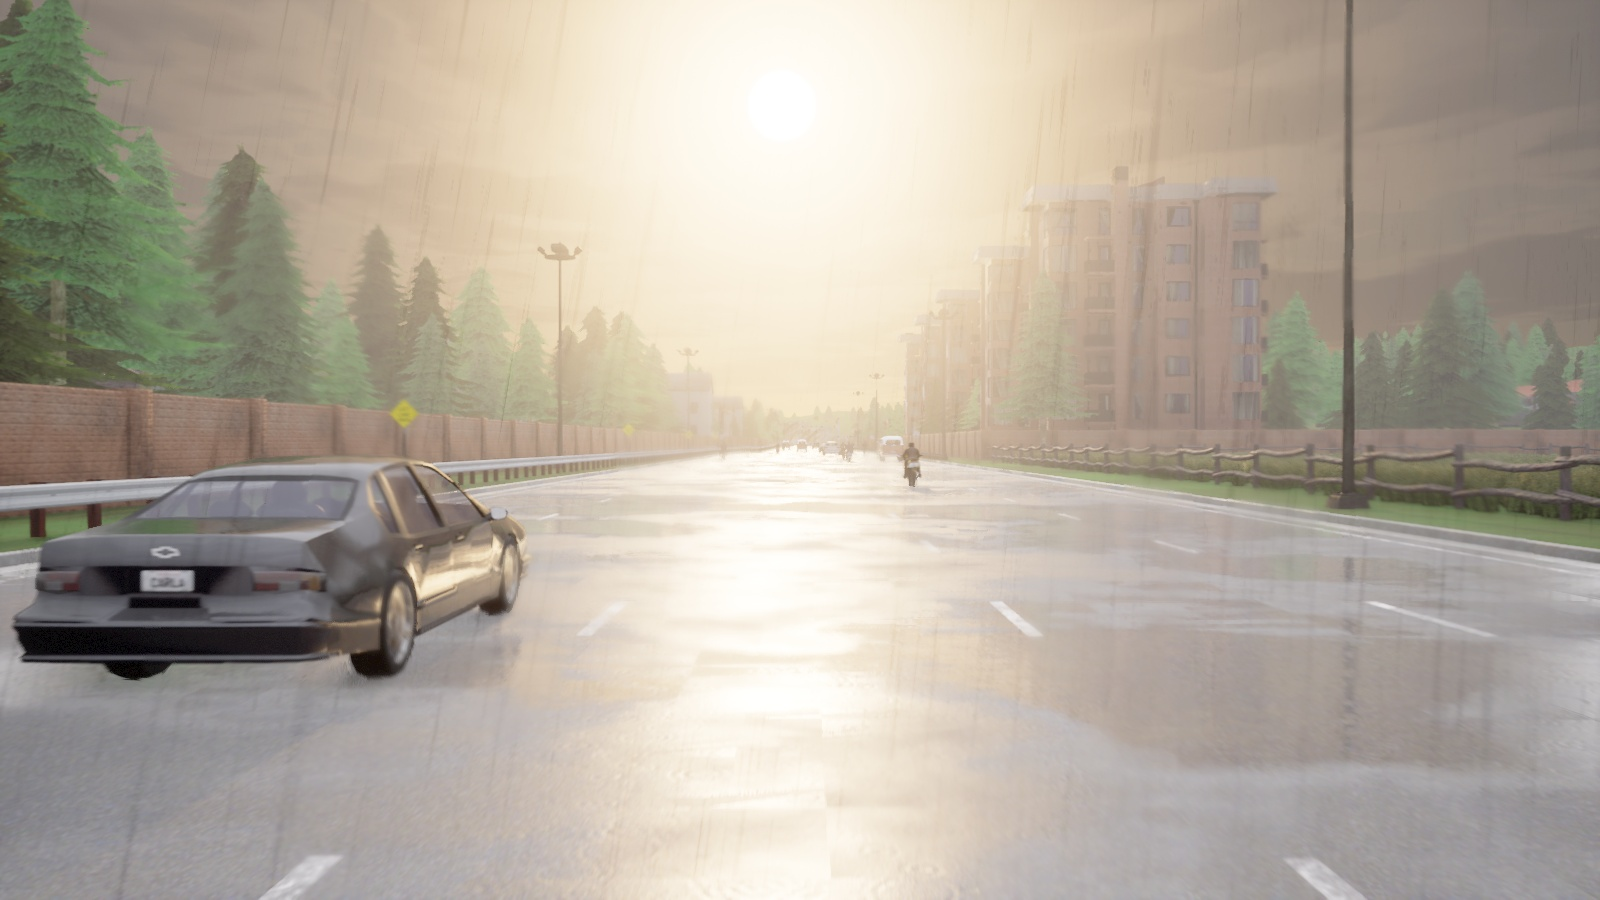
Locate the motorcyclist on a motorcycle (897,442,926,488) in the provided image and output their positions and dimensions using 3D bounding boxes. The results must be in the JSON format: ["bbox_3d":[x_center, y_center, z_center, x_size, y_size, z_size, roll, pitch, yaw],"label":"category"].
[{"bbox_3d":[3.757,0.492,42.415,0.797,1.523,2.044,0,0,0],"label":"motorcyclist on a motorcycle"}]

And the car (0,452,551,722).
[{"bbox_3d":[-3.431,0.738,9.420,2.033,1.411,5.357,0,0,0],"label":"car"}]
